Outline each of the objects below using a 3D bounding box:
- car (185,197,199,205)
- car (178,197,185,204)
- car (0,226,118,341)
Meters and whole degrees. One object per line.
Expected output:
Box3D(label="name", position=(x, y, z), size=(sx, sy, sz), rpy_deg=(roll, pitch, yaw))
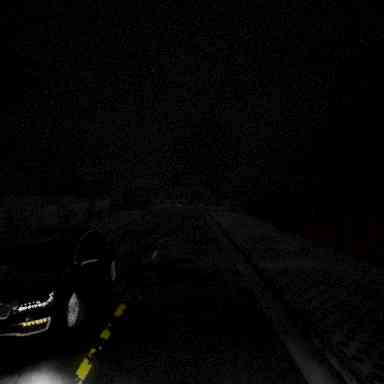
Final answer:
Box3D(label="car", position=(-0.055, 2.251, 84.288), size=(2.150, 2.045, 5.566), rpy_deg=(0, -1, 1))
Box3D(label="car", position=(-2.662, 2.355, 91.791), size=(2.150, 2.045, 5.566), rpy_deg=(0, -1, 1))
Box3D(label="car", position=(-2.853, 1.536, 6.926), size=(1.837, 1.490, 4.892), rpy_deg=(0, 0, 0))
